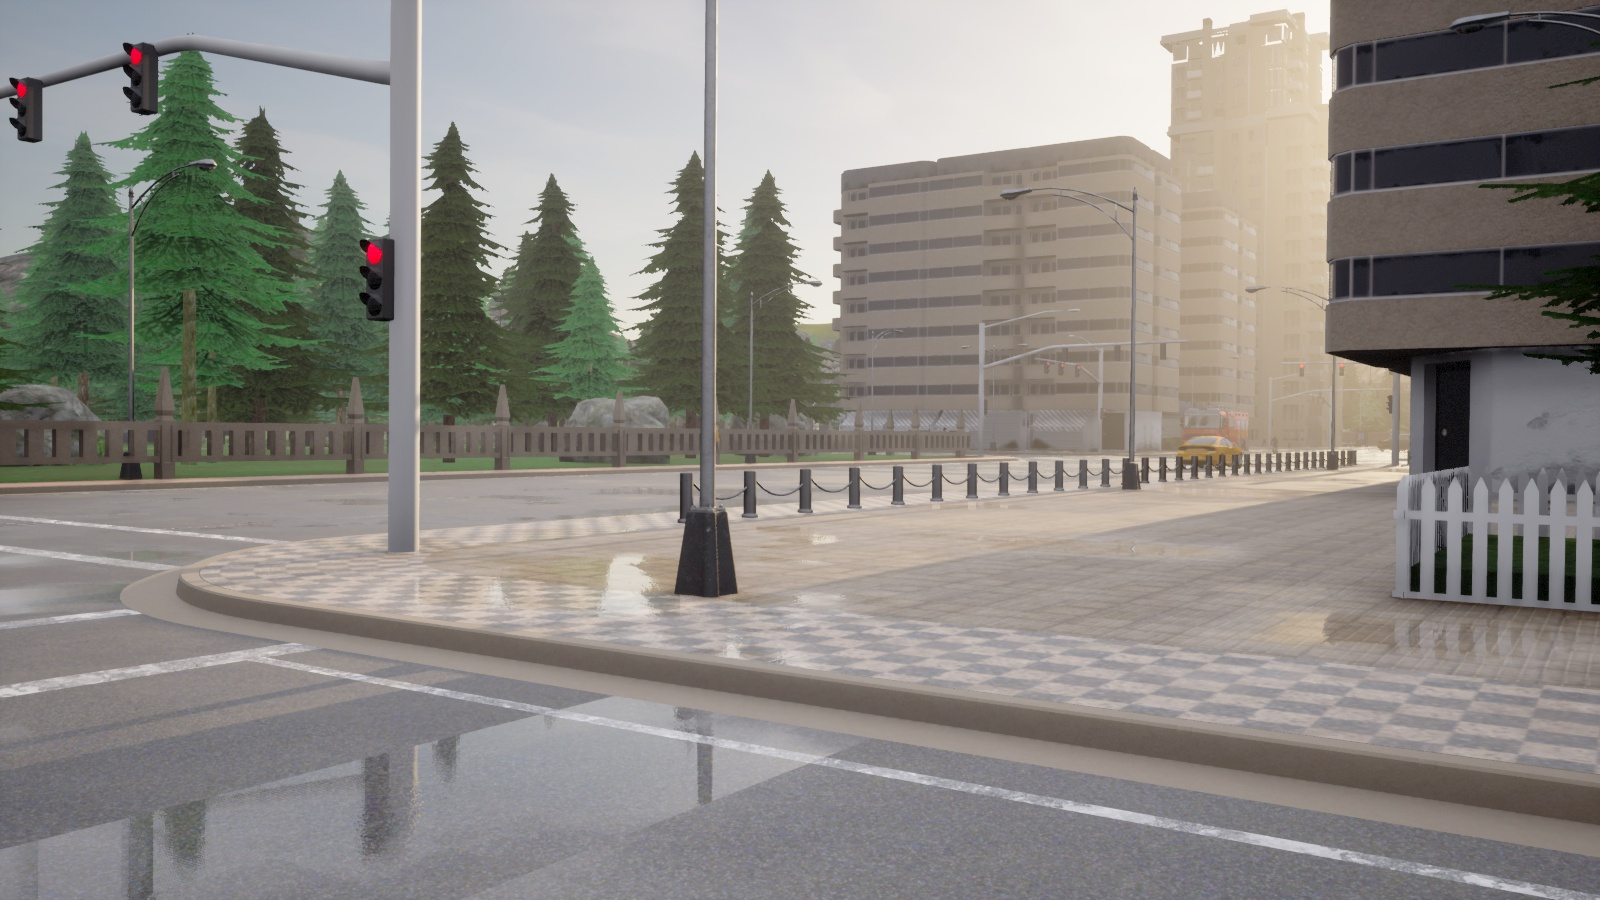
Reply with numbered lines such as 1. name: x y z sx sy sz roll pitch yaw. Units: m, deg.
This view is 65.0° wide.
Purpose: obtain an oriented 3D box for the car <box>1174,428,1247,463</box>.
1. car: 18.614 -0.235 56.822 1.882 1.535 5.008 0 1 34
